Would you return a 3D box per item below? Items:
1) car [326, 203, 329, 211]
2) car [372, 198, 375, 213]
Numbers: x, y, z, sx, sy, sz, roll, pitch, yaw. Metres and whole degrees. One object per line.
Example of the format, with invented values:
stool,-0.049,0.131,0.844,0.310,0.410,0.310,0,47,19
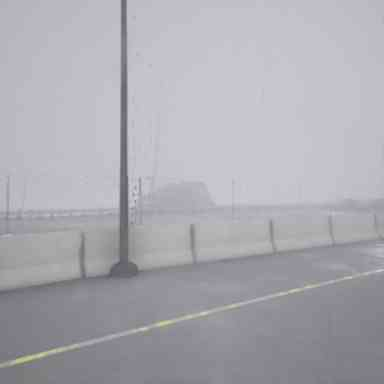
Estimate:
car,17.519,1.461,37.837,5.357,1.411,2.033,0,0,-25
car,18.995,1.427,34.630,4.892,1.490,1.837,0,0,-24
